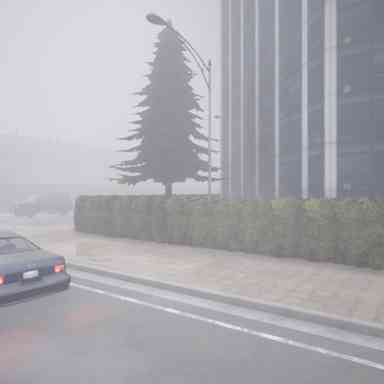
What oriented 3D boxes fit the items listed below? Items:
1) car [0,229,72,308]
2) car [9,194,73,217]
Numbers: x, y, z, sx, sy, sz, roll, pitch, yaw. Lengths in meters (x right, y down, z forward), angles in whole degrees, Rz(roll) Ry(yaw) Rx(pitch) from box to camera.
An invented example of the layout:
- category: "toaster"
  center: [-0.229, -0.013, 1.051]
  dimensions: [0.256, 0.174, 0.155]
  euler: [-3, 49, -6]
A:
- category: "car"
  center: [-4.976, 1.550, 7.525]
  dimensions: [5.357, 1.411, 2.033]
  euler: [0, 0, 36]
- category: "car"
  center: [-13.770, 1.176, 30.768]
  dimensions: [2.150, 2.045, 5.566]
  euler: [0, 0, 35]
